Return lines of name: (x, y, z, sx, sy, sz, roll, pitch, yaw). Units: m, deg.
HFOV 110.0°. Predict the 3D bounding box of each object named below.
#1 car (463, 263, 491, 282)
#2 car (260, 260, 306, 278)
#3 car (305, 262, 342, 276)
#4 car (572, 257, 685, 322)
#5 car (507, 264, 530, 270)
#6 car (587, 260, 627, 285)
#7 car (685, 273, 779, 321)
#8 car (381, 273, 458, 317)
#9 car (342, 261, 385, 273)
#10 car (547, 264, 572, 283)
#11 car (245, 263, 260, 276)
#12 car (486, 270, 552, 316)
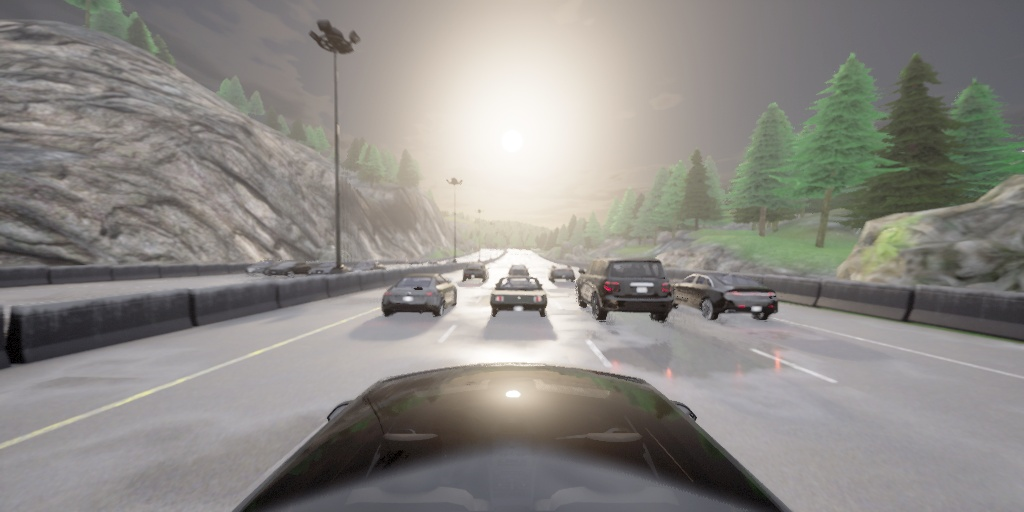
car: (-2.971, 1.339, 30.141, 1.837, 1.490, 4.892, 0, 0, 1)
car: (-20.601, 1.174, 33.556, 1.882, 1.535, 5.008, 0, 0, 1)
car: (-17.097, 1.291, 33.873, 1.994, 1.385, 4.181, 0, 0, 1)
car: (3.743, 1.050, 12.872, 2.150, 2.045, 5.566, 0, 0, 1)
car: (0.544, 1.393, 30.956, 1.812, 1.442, 4.674, 0, 0, 1)
car: (7.507, 1.271, 28.781, 2.097, 1.767, 4.553, 0, 0, 1)
car: (7.241, 1.348, 12.972, 2.128, 1.511, 4.902, 0, 0, 1)
car: (-3.254, 1.332, 13.358, 1.994, 1.385, 4.181, 0, 0, 1)
car: (-13.596, 1.249, 33.904, 2.128, 1.511, 4.902, 0, 0, 1)
car: (4.026, 1.385, 29.926, 2.128, 1.511, 4.902, 0, 0, 1)
car: (-24.061, 1.165, 35.527, 2.128, 1.511, 4.902, 0, 0, 1)
car: (0.253, 1.399, 13.604, 1.895, 1.301, 4.718, 0, 0, 1)
